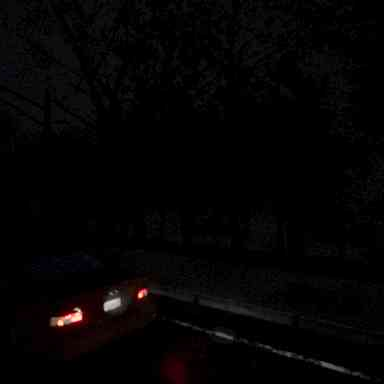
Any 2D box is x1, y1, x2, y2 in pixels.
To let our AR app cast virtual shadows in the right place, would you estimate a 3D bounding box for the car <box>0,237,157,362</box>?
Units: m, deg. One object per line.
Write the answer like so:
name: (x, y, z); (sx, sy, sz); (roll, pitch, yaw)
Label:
car: (-3.104, 1.549, 5.905); (5.357, 1.411, 2.033); (0, 0, 36)
